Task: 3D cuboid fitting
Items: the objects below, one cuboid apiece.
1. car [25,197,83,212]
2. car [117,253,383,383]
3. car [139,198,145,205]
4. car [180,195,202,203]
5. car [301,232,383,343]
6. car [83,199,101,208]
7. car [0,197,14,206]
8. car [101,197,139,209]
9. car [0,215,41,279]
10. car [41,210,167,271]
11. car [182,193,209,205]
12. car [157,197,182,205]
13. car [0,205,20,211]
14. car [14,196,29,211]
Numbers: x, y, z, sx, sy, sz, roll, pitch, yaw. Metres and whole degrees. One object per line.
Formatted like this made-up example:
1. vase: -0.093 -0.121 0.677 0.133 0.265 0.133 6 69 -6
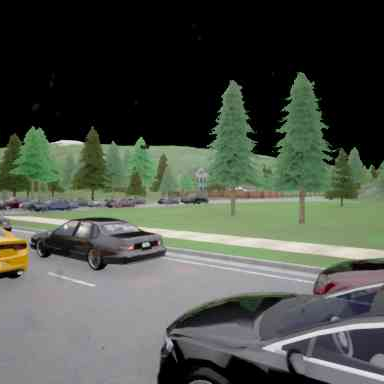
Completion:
1. car: -15.789 1.547 38.381 2.033 1.411 5.357 0 0 38
2. car: 1.857 1.492 2.586 4.902 1.511 2.128 0 0 38
3. car: -10.015 1.564 56.860 1.994 1.385 4.181 0 0 39
4. car: -0.202 1.477 69.055 1.882 1.535 5.008 0 0 39
5. car: 4.140 1.564 5.237 4.181 1.385 1.994 0 0 38
6. car: -12.707 1.600 47.872 1.895 1.301 4.718 0 0 39
7. car: -22.007 1.352 41.810 2.097 1.767 4.553 0 0 39
8. car: -9.882 1.563 45.802 1.994 1.385 4.181 0 0 39
9. car: -6.295 1.478 8.904 5.008 1.535 1.882 0 0 38
10. car: -3.285 1.547 10.996 5.357 1.411 2.033 0 0 38
11. car: 0.696 1.219 59.070 2.150 2.045 5.566 0 0 39
12. car: -4.230 1.564 58.509 1.994 1.385 4.181 0 0 38
13. car: -11.267 1.547 17.144 5.357 1.411 2.033 0 0 38
14. car: -18.477 1.491 40.626 2.128 1.511 4.902 0 0 39
